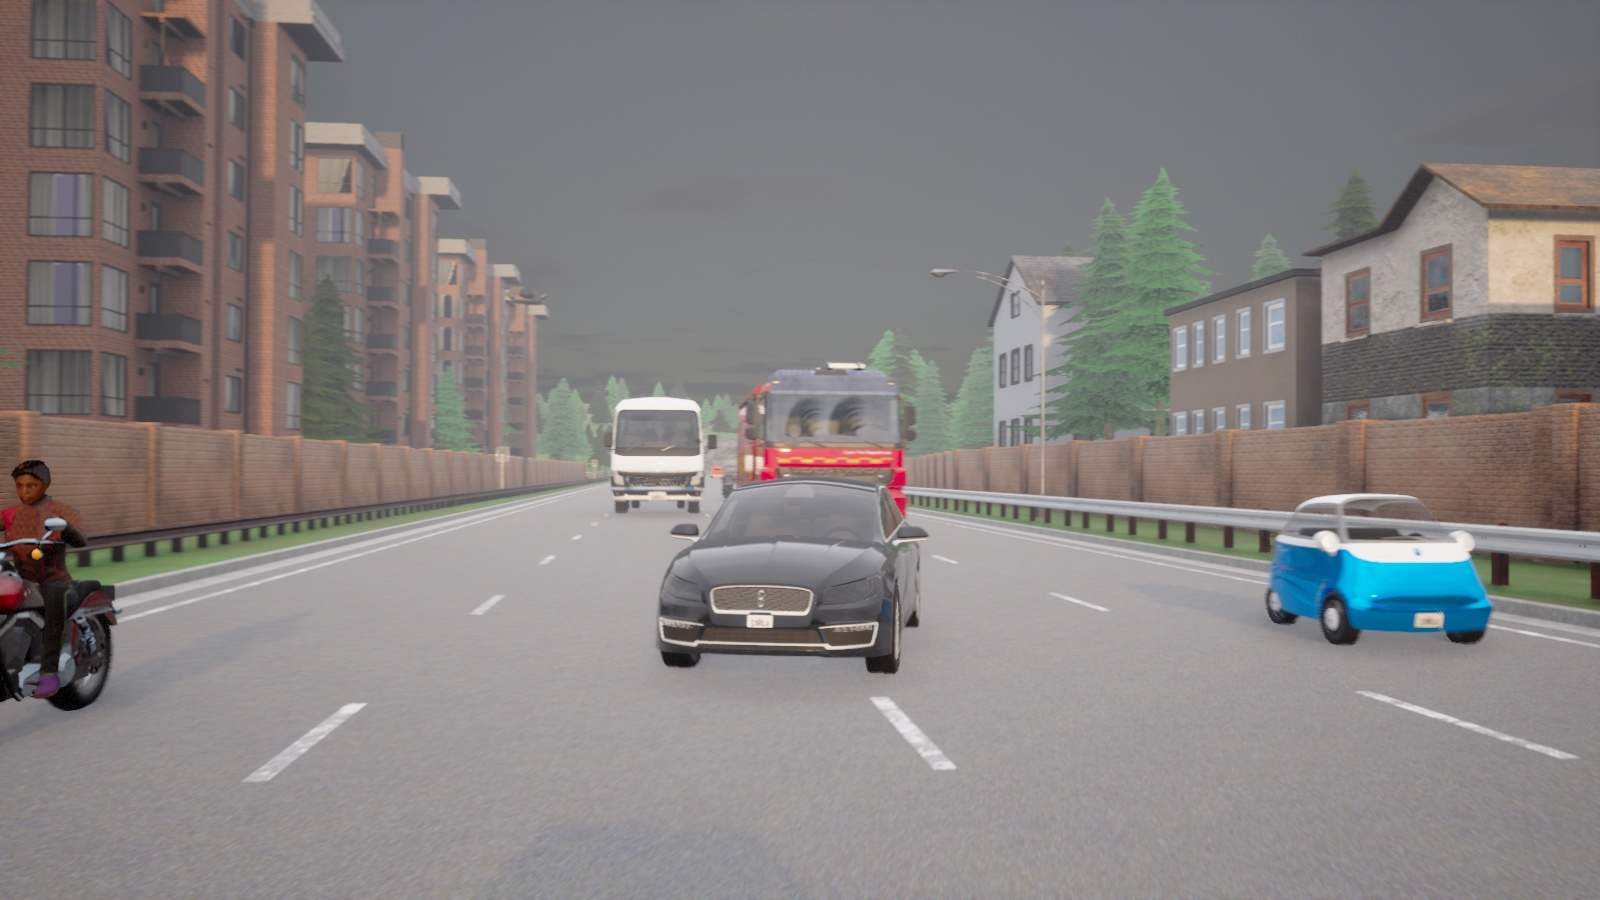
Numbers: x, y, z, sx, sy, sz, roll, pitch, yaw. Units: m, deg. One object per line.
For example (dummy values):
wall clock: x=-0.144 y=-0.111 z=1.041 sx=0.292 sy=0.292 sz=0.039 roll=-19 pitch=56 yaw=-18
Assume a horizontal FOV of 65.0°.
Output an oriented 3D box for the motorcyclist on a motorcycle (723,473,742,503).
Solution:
motorcyclist on a motorcycle: x=-3.502 y=1.949 z=64.984 sx=0.866 sy=1.530 sz=2.191 roll=0 pitch=-1 yaw=-6

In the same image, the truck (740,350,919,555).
truck: x=0.361 y=0.114 z=27.792 sx=2.891 sy=3.827 sz=8.468 roll=0 pitch=-1 yaw=-6

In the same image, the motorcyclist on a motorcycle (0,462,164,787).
motorcyclist on a motorcycle: x=-4.544 y=0.900 z=7.259 sx=0.766 sy=1.649 sz=2.350 roll=0 pitch=-1 yaw=-6

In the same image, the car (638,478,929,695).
car: x=0.110 y=1.009 z=11.340 sx=1.837 sy=1.490 sz=4.892 roll=0 pitch=-1 yaw=9

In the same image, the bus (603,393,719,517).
bus: x=-5.276 y=0.261 z=48.178 sx=3.944 sy=4.253 sz=10.273 roll=0 pitch=-1 yaw=-6

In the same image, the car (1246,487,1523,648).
car: x=5.513 y=1.056 z=12.091 sx=1.481 sy=1.376 sz=2.207 roll=0 pitch=-1 yaw=-6
